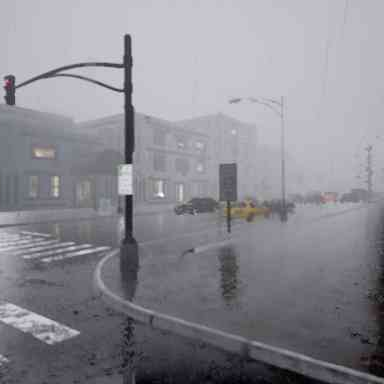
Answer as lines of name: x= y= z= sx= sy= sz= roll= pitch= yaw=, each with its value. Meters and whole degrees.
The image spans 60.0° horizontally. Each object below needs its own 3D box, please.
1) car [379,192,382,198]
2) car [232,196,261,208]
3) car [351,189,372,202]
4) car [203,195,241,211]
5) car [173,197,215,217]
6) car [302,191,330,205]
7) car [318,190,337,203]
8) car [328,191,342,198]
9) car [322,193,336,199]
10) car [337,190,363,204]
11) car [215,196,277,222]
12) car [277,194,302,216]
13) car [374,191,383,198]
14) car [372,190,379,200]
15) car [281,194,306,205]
car: x=36.332 y=0.696 z=66.839 sx=1.947 sy=1.339 sz=4.313 roll=0 pitch=0 yaw=36
car: x=6.697 y=1.138 z=40.536 sx=1.802 sy=1.307 sz=4.206 roll=0 pitch=1 yaw=36
car: x=26.420 y=0.502 z=52.609 sx=2.150 sy=2.045 sz=5.566 roll=-1 pitch=0 yaw=36
car: x=3.329 y=1.134 z=35.934 sx=1.752 sy=1.417 sz=4.829 roll=0 pitch=1 yaw=36
car: x=0.427 y=1.168 z=27.597 sx=1.837 sy=1.490 sz=4.892 roll=-1 pitch=0 yaw=36
car: x=16.025 y=0.923 z=43.577 sx=2.128 sy=1.511 sz=4.902 roll=-1 pitch=0 yaw=37
car: x=21.387 y=0.701 z=50.991 sx=2.097 sy=1.767 sz=4.553 roll=-1 pitch=0 yaw=36
car: x=32.838 y=0.596 z=76.254 sx=1.967 sy=1.590 sz=4.097 roll=0 pitch=1 yaw=36
car: x=29.570 y=0.787 z=71.791 sx=1.802 sy=1.307 sz=4.206 roll=0 pitch=1 yaw=36
car: x=22.303 y=0.849 z=46.913 sx=1.837 sy=1.490 sz=4.892 roll=-1 pitch=0 yaw=36
car: x=3.755 y=1.158 z=22.328 sx=1.752 sy=1.417 sz=4.829 roll=0 pitch=1 yaw=36
car: x=6.922 y=1.134 z=26.656 sx=2.008 sy=1.369 sz=4.403 roll=0 pitch=1 yaw=36
car: x=42.692 y=0.579 z=75.517 sx=1.887 sy=1.381 sz=4.507 roll=0 pitch=0 yaw=36
car: x=33.063 y=0.494 z=62.373 sx=2.192 sy=1.841 sz=5.009 roll=0 pitch=0 yaw=36
car: x=14.118 y=0.976 z=46.183 sx=1.812 sy=1.442 sz=4.674 roll=-1 pitch=0 yaw=37
